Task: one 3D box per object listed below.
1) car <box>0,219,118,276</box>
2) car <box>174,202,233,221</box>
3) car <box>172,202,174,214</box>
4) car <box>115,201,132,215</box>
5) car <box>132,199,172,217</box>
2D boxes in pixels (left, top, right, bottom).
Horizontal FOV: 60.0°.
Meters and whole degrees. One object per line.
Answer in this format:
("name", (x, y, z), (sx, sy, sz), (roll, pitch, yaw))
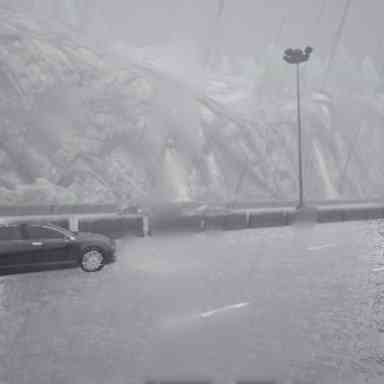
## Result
("car", (-4.485, 1.525, 9.146), (4.892, 1.490, 1.837), (1, 0, -36))
("car", (1.223, 1.678, 26.315), (4.674, 1.442, 1.812), (1, 0, -35))
("car", (1.194, 1.724, 30.566), (5.357, 1.411, 2.033), (1, 0, -35))
("car", (-5.549, 1.504, 34.391), (4.553, 1.767, 2.097), (1, 0, -35))
("car", (-2.849, 1.649, 32.009), (4.902, 1.511, 2.128), (1, 0, -35))
